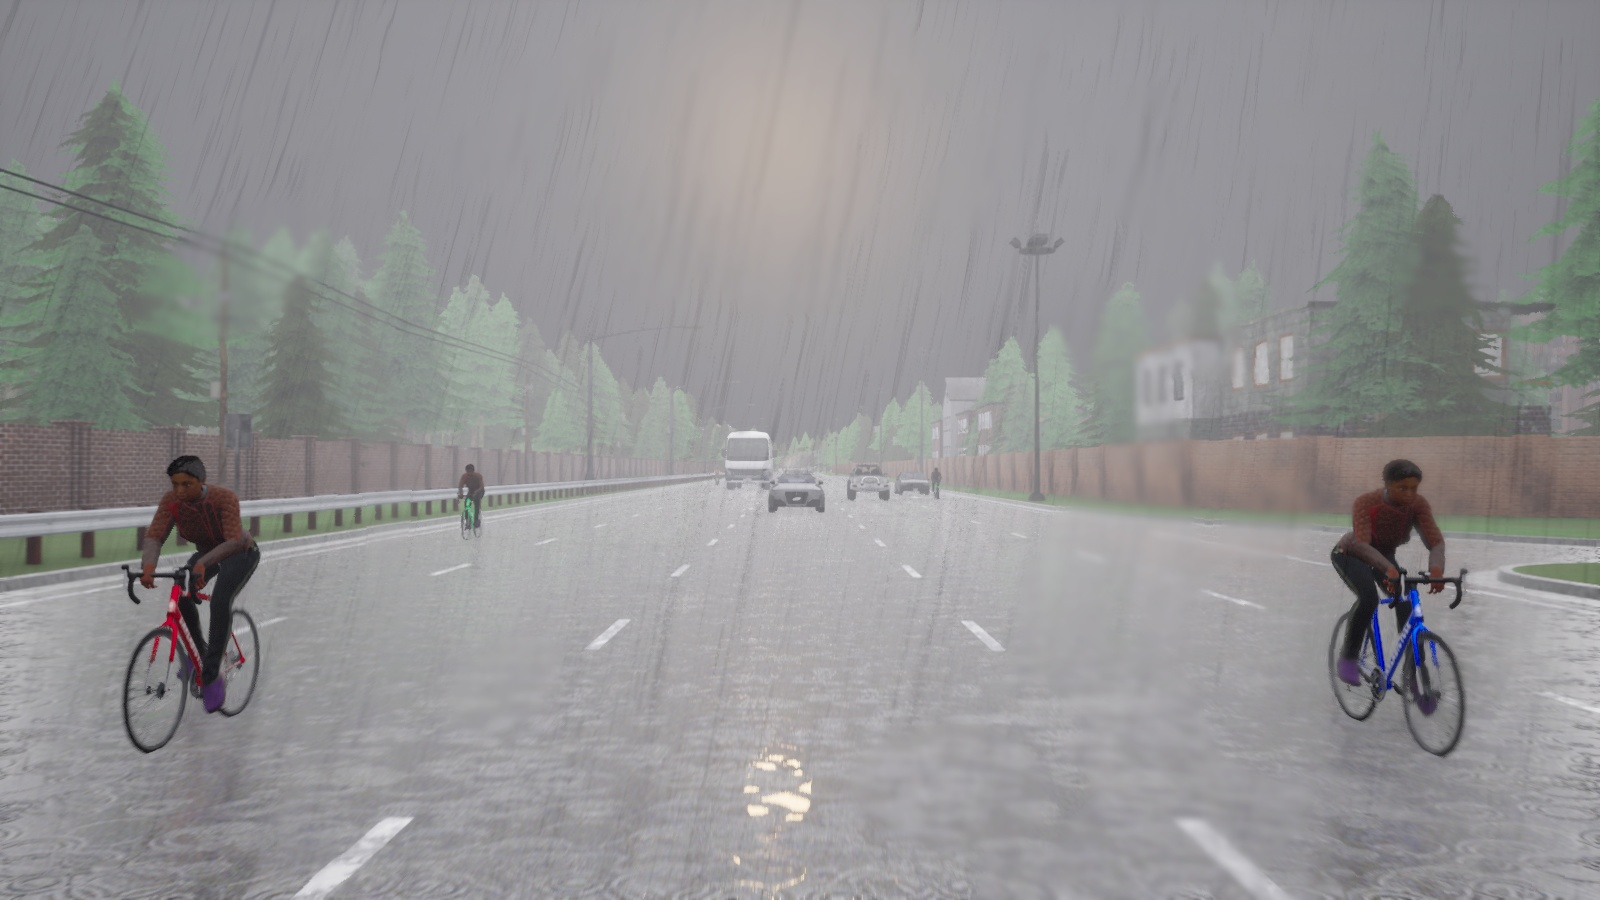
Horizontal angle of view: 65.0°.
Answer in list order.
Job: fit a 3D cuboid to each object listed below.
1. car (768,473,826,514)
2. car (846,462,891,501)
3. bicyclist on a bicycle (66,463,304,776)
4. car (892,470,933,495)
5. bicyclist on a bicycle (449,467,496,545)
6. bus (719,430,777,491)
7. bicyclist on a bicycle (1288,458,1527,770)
[{"bbox_3d":[-0.108,1.539,45.368,1.994,1.385,4.181,0,-1,0],"label":"car"},{"bbox_3d":[3.351,1.521,61.999,1.932,1.855,4.605,0,-1,0],"label":"car"},{"bbox_3d":[-3.518,0.885,7.347,0.582,1.620,1.656,0,0,0],"label":"bicyclist on a bicycle"},{"bbox_3d":[6.817,1.951,76.567,2.033,1.411,5.357,0,-1,0],"label":"car"},{"bbox_3d":[-7.065,1.189,27.117,0.582,1.620,1.656,0,0,0],"label":"bicyclist on a bicycle"},{"bbox_3d":[-3.730,0.821,93.764,3.944,4.253,10.273,0,-1,0],"label":"bus"},{"bbox_3d":[3.482,0.858,7.364,0.582,1.620,1.656,0,0,0],"label":"bicyclist on a bicycle"}]
